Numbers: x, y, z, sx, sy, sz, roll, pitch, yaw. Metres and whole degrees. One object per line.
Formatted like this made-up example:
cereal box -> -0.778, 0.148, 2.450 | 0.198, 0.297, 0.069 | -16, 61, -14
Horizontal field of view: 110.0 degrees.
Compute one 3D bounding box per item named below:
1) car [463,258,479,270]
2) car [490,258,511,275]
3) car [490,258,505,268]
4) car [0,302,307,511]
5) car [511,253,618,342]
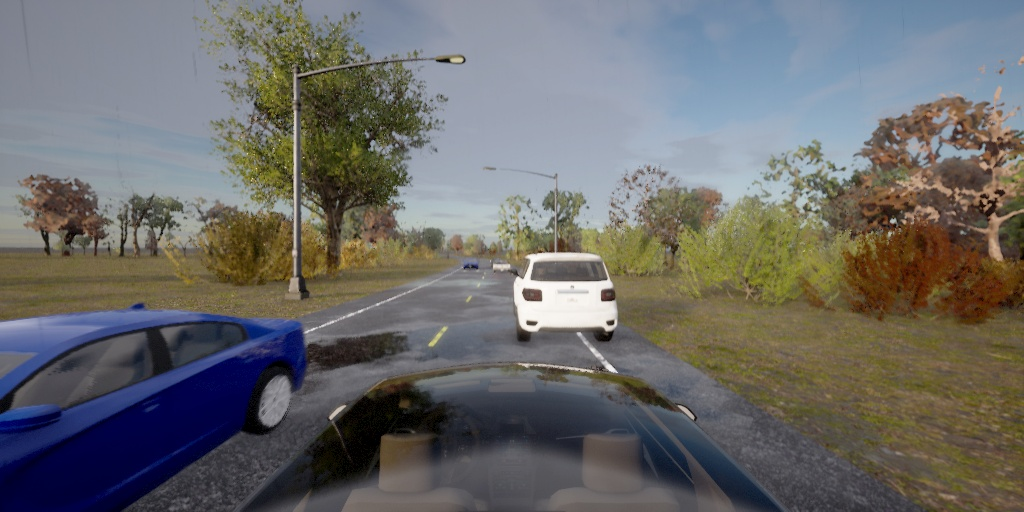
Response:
car -> -5.328, 1.013, 46.901 | 1.882, 1.535, 5.008 | 0, 0, -4
car -> -1.205, 1.169, 40.584 | 1.895, 1.301, 4.718 | 0, 0, -3
car -> -2.194, 1.040, 53.537 | 2.033, 1.411, 5.357 | 0, 0, -5
car -> -3.622, 1.224, 2.652 | 1.882, 1.535, 5.008 | 0, 0, 0
car -> 1.160, 0.945, 9.823 | 2.150, 2.045, 5.566 | 0, 0, -1
